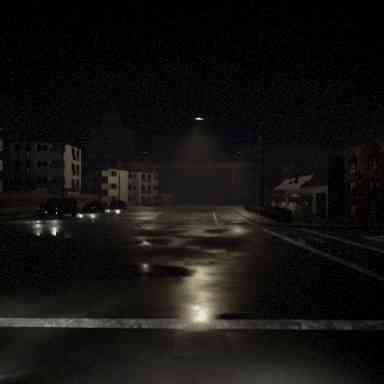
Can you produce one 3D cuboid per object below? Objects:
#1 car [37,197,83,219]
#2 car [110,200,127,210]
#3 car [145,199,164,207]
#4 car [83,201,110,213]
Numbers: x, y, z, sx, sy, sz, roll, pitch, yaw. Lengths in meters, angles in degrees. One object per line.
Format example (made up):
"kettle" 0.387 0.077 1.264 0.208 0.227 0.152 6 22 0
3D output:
"car" -13.491 1.568 33.786 2.150 2.045 5.566 0 -1 3
"car" -12.028 2.108 54.019 1.837 1.490 4.892 0 -1 7
"car" -7.590 2.130 67.463 2.097 1.767 4.553 0 -1 30
"car" -12.928 1.952 43.846 1.882 1.535 5.008 0 -1 4
